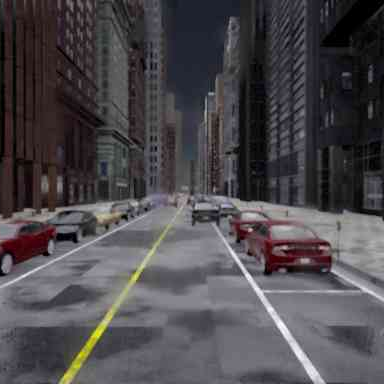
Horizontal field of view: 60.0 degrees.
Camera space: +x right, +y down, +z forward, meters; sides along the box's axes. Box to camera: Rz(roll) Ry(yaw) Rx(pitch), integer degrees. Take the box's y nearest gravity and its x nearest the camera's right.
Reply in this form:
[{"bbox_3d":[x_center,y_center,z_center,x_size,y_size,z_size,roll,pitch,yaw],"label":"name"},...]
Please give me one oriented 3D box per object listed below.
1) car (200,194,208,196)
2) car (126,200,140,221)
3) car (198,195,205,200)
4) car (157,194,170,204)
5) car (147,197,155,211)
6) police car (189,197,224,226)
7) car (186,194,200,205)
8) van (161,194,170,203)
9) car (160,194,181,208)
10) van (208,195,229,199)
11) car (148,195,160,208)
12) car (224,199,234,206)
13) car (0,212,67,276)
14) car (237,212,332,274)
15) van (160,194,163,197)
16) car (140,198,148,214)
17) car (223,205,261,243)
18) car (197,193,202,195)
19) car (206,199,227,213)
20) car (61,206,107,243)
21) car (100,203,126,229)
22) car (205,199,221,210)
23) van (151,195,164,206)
[{"bbox_3d":[2.771,1.582,61.088,1.887,1.381,4.507,0,0,0],"label":"car"},{"bbox_3d":[-5.759,1.572,27.255,1.947,1.339,4.313,0,0,0],"label":"car"},{"bbox_3d":[2.776,1.618,95.076,1.752,1.417,4.829,0,0,0],"label":"car"},{"bbox_3d":[-5.753,1.360,66.711,2.192,1.841,5.009,0,0,0],"label":"car"},{"bbox_3d":[-5.757,1.579,38.529,1.947,1.339,4.313,0,0,0],"label":"car"},{"bbox_3d":[0.904,1.429,23.567,1.930,1.638,5.238,0,0,0],"label":"police car"},{"bbox_3d":[0.010,1.560,58.731,1.812,1.442,4.674,0,0,0],"label":"car"},{"bbox_3d":[-5.752,1.394,72.347,1.690,1.788,3.998,0,0,0],"label":"van"},{"bbox_3d":[-3.072,1.500,48.164,1.882,1.535,5.008,0,0,0],"label":"car"},{"bbox_3d":[2.766,1.350,32.907,1.690,1.788,3.998,0,0,0],"label":"van"},{"bbox_3d":[-5.757,1.458,44.165,1.967,1.590,4.097,0,0,0],"label":"car"},{"bbox_3d":[2.766,1.557,27.271,2.008,1.369,4.403,0,0,0],"label":"car"},{"bbox_3d":[-5.762,1.545,10.346,1.887,1.381,4.507,0,0,0],"label":"car"},{"bbox_3d":[2.763,1.545,10.362,1.887,1.381,4.507,0,0,0],"label":"car"},{"bbox_3d":[-5.756,1.365,49.802,1.690,1.788,3.998,0,0,0],"label":"van"},{"bbox_3d":[-5.758,1.591,32.892,1.802,1.307,4.206,0,0,0],"label":"car"},{"bbox_3d":[2.764,1.546,15.998,1.887,1.381,4.507,0,0,0],"label":"car"},{"bbox_3d":[2.772,1.368,72.361,2.192,1.841,5.009,0,0,0],"label":"car"},{"bbox_3d":[2.768,1.564,38.543,2.008,1.369,4.403,0,0,0],"label":"car"},{"bbox_3d":[-5.761,1.567,15.982,1.947,1.339,4.313,0,0,0],"label":"car"},{"bbox_3d":[-5.760,1.529,21.448,1.752,1.417,4.829,0,0,0],"label":"car"},{"bbox_3d":[2.769,1.600,44.180,1.802,1.307,4.206,0,0,0],"label":"car"},{"bbox_3d":[-5.755,1.372,55.438,1.690,1.788,3.998,0,0,0],"label":"van"}]
